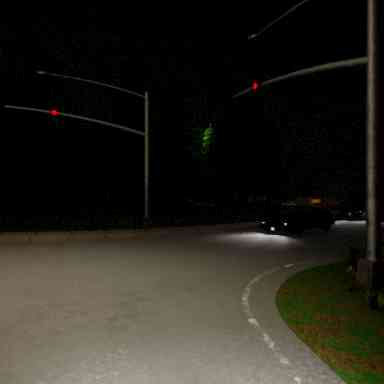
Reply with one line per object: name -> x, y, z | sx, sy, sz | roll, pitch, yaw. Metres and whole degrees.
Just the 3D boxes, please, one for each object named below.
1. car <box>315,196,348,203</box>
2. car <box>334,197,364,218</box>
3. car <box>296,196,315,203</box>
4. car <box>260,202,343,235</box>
car -> 16.523, 1.451, 39.592 | 1.882, 1.535, 5.008 | 0, 0, 8
car -> 13.217, 1.477, 27.961 | 1.837, 1.490, 4.892 | 0, 0, 25
car -> 19.575, 1.451, 56.096 | 1.882, 1.535, 5.008 | 0, 0, -16
car -> 6.179, 1.521, 18.889 | 5.357, 1.411, 2.033 | 0, 0, -41
